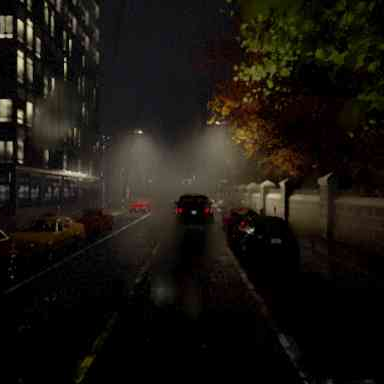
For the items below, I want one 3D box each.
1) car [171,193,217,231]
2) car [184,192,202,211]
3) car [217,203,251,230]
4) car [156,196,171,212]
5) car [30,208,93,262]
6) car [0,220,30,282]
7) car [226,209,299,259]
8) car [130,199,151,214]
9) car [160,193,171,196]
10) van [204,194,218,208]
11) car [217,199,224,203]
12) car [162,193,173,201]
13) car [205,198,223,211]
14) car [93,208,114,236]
[{"bbox_3d":[0.105,1.160,20.210,2.150,2.045,5.566,0,0,0],"label":"car"},{"bbox_3d":[0.113,1.096,40.514,2.150,2.045,5.566,0,0,0],"label":"car"},{"bbox_3d":[2.572,1.491,17.771,1.887,1.381,4.507,0,0,0],"label":"car"},{"bbox_3d":[-2.742,1.452,36.096,1.994,1.385,4.181,0,0,0],"label":"car"},{"bbox_3d":[-5.311,1.488,12.062,1.752,1.417,4.829,0,0,0],"label":"car"},{"bbox_3d":[-5.312,1.420,6.687,1.967,1.590,4.097,0,0,0],"label":"car"},{"bbox_3d":[2.570,1.529,12.226,1.947,1.339,4.313,0,0,0],"label":"car"},{"bbox_3d":[-5.305,1.437,34.412,1.887,1.381,4.507,0,0,0],"label":"car"},{"bbox_3d":[-5.297,1.236,62.137,1.967,1.590,4.097,0,0,0],"label":"car"},{"bbox_3d":[2.579,1.197,45.497,1.690,1.788,3.998,0,0,0],"label":"van"},{"bbox_3d":[2.576,1.443,34.407,2.008,1.369,4.403,0,0,0],"label":"car"},{"bbox_3d":[-5.364,1.069,73.223,2.192,1.841,5.009,0,0,0],"label":"car"},{"bbox_3d":[2.577,1.419,39.952,1.887,1.381,4.507,0,0,0],"label":"car"},{"bbox_3d":[-5.309,1.527,17.777,1.802,1.307,4.206,0,0,0],"label":"car"}]
